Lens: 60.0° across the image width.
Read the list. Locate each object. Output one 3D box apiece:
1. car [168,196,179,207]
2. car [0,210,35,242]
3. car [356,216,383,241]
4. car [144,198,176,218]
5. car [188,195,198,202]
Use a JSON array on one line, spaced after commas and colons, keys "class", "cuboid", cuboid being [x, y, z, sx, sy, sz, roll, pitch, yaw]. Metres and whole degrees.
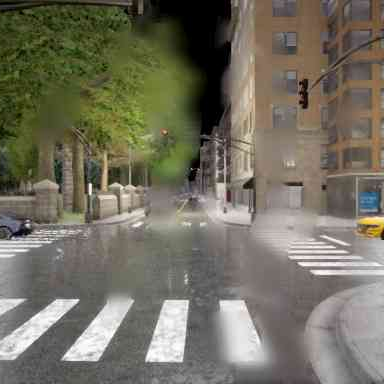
[{"class": "car", "cuboid": [-2.997, 1.465, 40.780, 1.837, 1.490, 4.892, 0, 0, 0]}, {"class": "car", "cuboid": [-9.850, 1.555, 15.956, 4.181, 1.385, 1.994, 0, 0, 1]}, {"class": "car", "cuboid": [10.386, 1.491, 15.633, 5.008, 1.535, 1.882, 0, 0, 0]}, {"class": "car", "cuboid": [-2.998, 1.526, 30.708, 2.033, 1.411, 5.357, 0, 0, 4]}, {"class": "car", "cuboid": [0.210, 1.424, 70.816, 1.812, 1.442, 4.674, 0, 0, 0]}]
